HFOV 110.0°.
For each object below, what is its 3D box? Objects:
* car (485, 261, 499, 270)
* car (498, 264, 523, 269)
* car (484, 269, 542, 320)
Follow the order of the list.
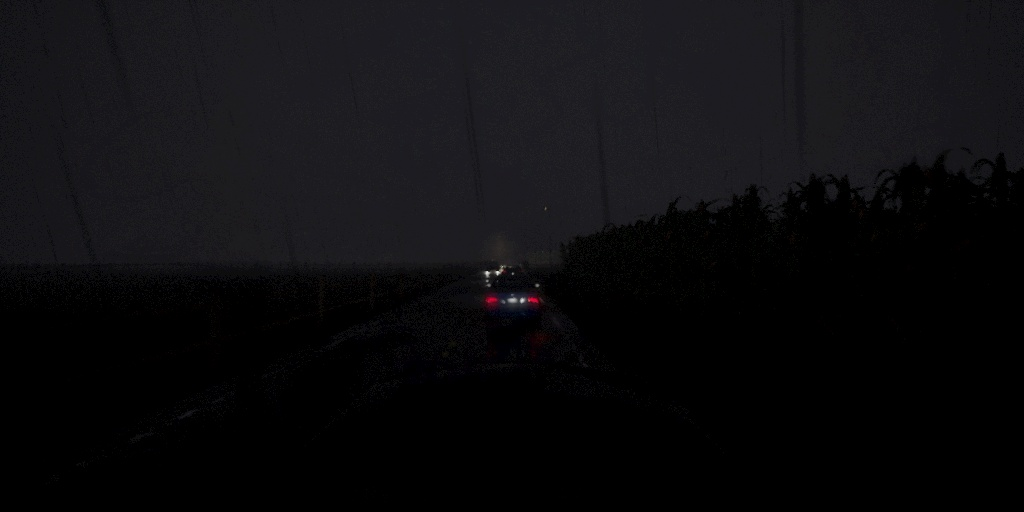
[{"bbox_3d":[-2.825,1.514,53.745,1.837,1.490,4.892,0,0,0],"label":"car"},{"bbox_3d":[0.077,1.473,32.219,1.994,1.385,4.181,0,0,0],"label":"car"},{"bbox_3d":[0.048,1.359,12.938,2.033,1.411,5.357,0,0,1],"label":"car"}]
